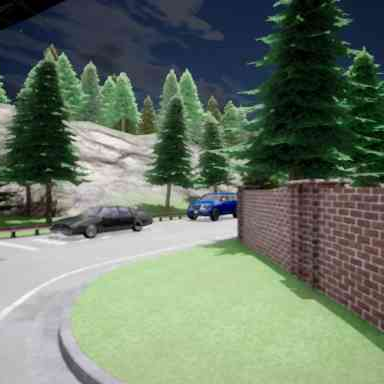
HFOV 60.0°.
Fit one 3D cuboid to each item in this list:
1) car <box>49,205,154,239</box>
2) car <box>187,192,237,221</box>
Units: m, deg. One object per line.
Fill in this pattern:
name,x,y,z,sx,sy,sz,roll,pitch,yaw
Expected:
car,-4.235,1.379,16.617,2.033,1.411,5.357,0,0,35
car,1.862,1.053,25.431,2.150,2.045,5.566,0,0,35
